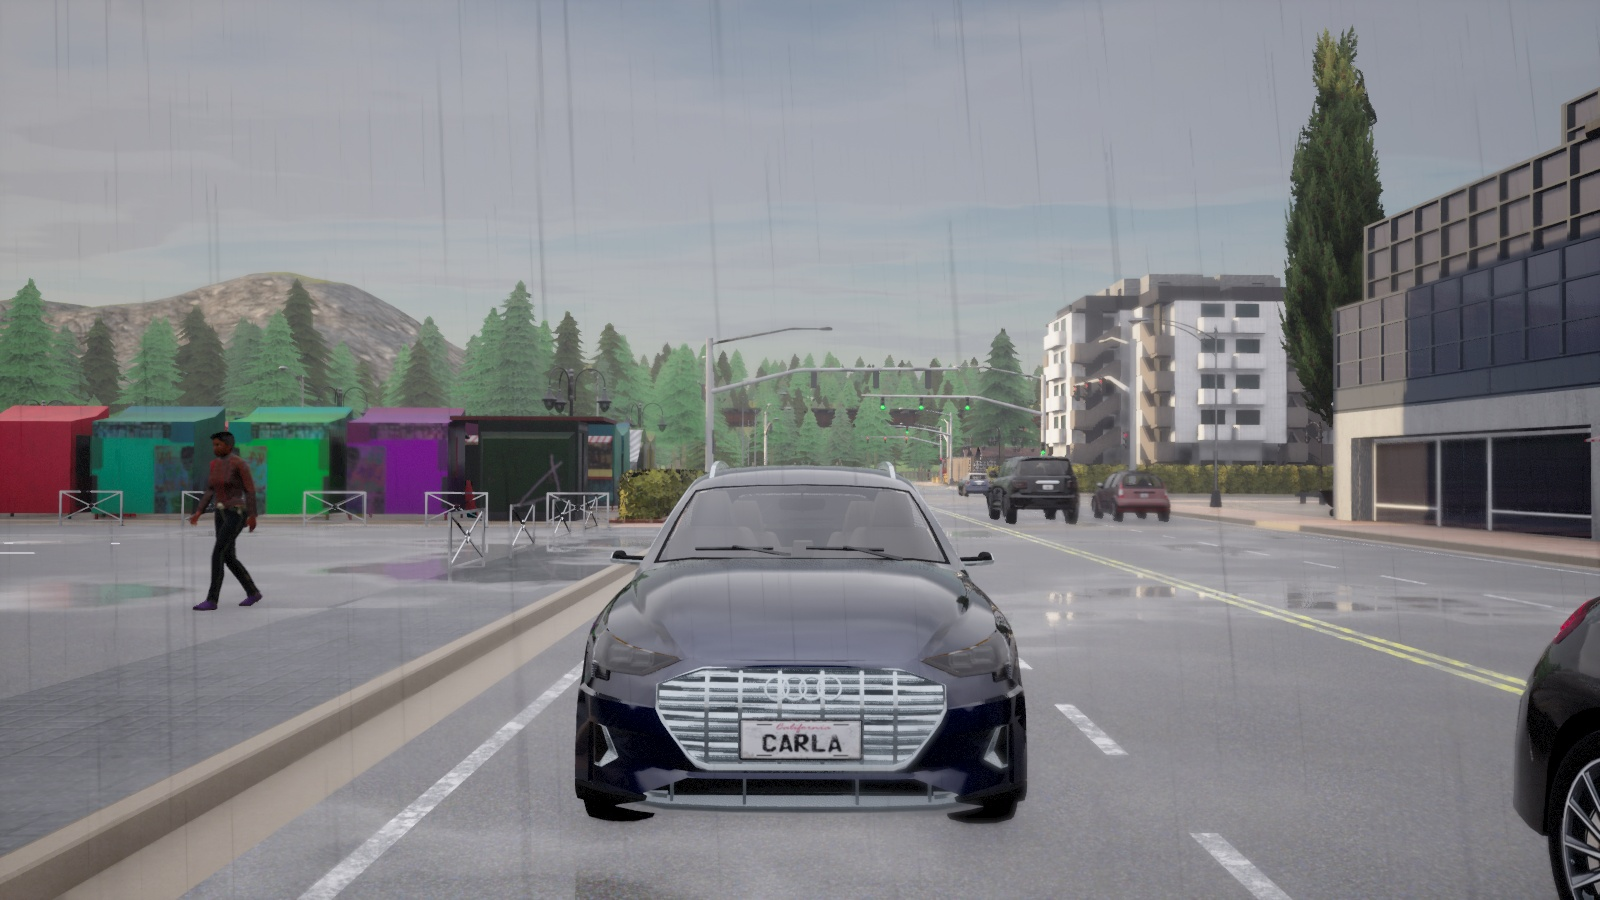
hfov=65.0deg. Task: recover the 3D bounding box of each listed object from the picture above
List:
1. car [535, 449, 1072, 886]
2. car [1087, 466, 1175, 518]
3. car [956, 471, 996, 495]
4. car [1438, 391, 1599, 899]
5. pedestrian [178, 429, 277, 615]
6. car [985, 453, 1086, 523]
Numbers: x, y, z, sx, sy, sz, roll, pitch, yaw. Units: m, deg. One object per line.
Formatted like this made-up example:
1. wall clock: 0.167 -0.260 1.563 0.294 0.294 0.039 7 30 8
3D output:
1. car: 0.019 0.865 7.197 2.033 1.649 4.856 0 -1 0
2. car: 10.795 1.361 41.251 1.851 1.617 3.988 0 -1 0
3. car: 11.105 2.067 79.479 1.970 1.475 3.806 0 -1 0
4. car: 3.494 0.617 2.241 2.152 1.651 5.027 0 -1 0
5. pedestrian: -5.757 0.708 12.646 0.328 1.805 0.869 -1 -1 31
6. car: 7.279 1.165 39.458 2.150 2.045 5.566 0 -1 0
